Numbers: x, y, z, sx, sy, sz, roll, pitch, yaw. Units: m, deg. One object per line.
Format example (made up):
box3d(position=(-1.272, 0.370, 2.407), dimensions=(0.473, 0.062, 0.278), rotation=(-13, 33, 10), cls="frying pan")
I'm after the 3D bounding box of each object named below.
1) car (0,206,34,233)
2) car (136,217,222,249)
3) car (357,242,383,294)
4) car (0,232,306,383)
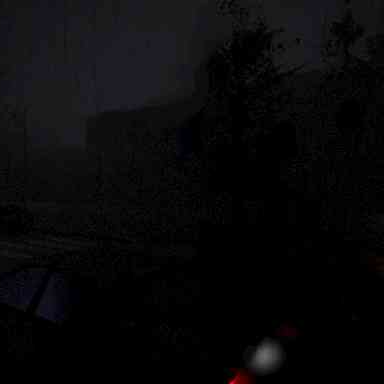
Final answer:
box3d(position=(-10.150, 1.475, 16.691), dimensions=(2.163, 1.488, 4.792), rotation=(1, -1, 15), cls="car")
box3d(position=(-0.375, 1.506, 9.719), dimensions=(2.163, 1.488, 4.792), rotation=(1, -1, 15), cls="car")
box3d(position=(4.562, 1.488, 6.440), dimensions=(1.946, 1.575, 5.366), rotation=(0, -1, 16), cls="car")
box3d(position=(-1.399, 1.519, 4.371), dimensions=(5.357, 1.411, 2.033), rotation=(-1, 0, 36), cls="car")
